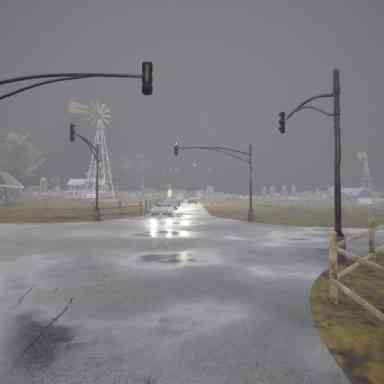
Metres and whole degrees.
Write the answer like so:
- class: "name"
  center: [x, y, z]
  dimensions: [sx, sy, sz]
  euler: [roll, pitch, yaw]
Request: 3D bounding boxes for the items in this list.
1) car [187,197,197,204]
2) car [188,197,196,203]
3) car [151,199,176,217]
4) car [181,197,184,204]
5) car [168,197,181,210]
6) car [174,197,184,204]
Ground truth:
- class: "car"
  center: [0.054, 1.789, 69.151]
  dimensions: [1.812, 1.442, 4.674]
  euler: [0, 0, 0]
- class: "car"
  center: [-0.044, 1.861, 79.163]
  dimensions: [1.812, 1.442, 4.674]
  euler: [0, 0, 0]
- class: "car"
  center: [-2.803, 1.665, 31.719]
  dimensions: [1.895, 1.301, 4.718]
  euler: [0, 0, -1]
- class: "car"
  center: [-2.851, 1.737, 57.550]
  dimensions: [2.033, 1.411, 5.357]
  euler: [0, 0, 1]
- class: "car"
  center: [-2.870, 1.620, 44.053]
  dimensions: [1.837, 1.490, 4.892]
  euler: [0, 0, 0]
- class: "car"
  center: [-2.791, 1.772, 71.407]
  dimensions: [1.994, 1.385, 4.181]
  euler: [0, 0, 0]
